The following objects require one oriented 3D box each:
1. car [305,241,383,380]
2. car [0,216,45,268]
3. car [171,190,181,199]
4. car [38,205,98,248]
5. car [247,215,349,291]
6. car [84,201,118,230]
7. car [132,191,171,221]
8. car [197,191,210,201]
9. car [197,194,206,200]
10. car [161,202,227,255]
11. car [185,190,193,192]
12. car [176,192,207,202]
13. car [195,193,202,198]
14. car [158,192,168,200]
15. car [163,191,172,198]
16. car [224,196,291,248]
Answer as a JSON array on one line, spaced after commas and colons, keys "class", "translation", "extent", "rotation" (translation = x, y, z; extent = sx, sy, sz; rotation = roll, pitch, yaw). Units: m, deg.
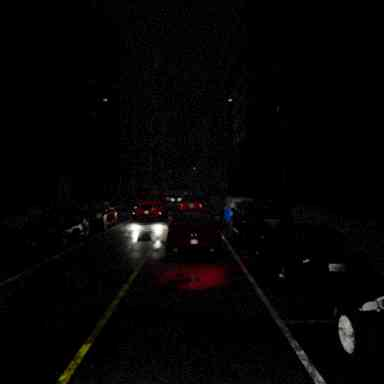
[{"class": "car", "translation": [2.850, 1.525, 3.077], "extent": [2.008, 1.369, 4.403], "rotation": [0, 0, 0]}, {"class": "car", "translation": [-5.690, 1.512, 8.571], "extent": [1.802, 1.307, 4.206], "rotation": [0, 0, 0]}, {"class": "car", "translation": [-3.866, 0.877, 80.504], "extent": [1.882, 1.535, 5.008], "rotation": [0, 0, -1]}, {"class": "car", "translation": [-5.705, 1.452, 14.095], "extent": [1.947, 1.339, 4.313], "rotation": [0, 0, 0]}, {"class": "car", "translation": [2.836, 1.496, 8.600], "extent": [1.947, 1.339, 4.313], "rotation": [0, 0, 0]}, {"class": "car", "translation": [-5.719, 1.282, 19.619], "extent": [1.967, 1.590, 4.097], "rotation": [0, 0, 0]}, {"class": "car", "translation": [-3.086, 1.021, 25.403], "extent": [2.150, 2.045, 5.566], "rotation": [0, 0, 0]}, {"class": "car", "translation": [2.409, 0.956, 63.534], "extent": [1.967, 1.590, 4.097], "rotation": [0, 0, -1]}, {"class": "car", "translation": [2.132, 1.019, 74.842], "extent": [1.802, 1.307, 4.206], "rotation": [0, 0, -1]}, {"class": "car", "translation": [0.064, 1.374, 12.867], "extent": [1.882, 1.535, 5.008], "rotation": [0, 1, 0]}, {"class": "car", "translation": [-1.068, 0.902, 88.804], "extent": [1.994, 1.385, 4.181], "rotation": [0, 0, -1]}, {"class": "car", "translation": [-0.141, 1.116, 29.173], "extent": [2.097, 1.767, 4.553], "rotation": [0, 1, -2]}, {"class": "car", "translation": [1.715, 0.882, 91.796], "extent": [1.887, 1.381, 4.507], "rotation": [0, 0, -1]}, {"class": "car", "translation": [-6.390, 0.879, 74.640], "extent": [1.967, 1.590, 4.097], "rotation": [0, 0, -1]}, {"class": "car", "translation": [-6.808, 0.653, 91.599], "extent": [2.192, 1.841, 5.009], "rotation": [0, 0, -1]}, {"class": "car", "translation": [2.822, 1.201, 14.122], "extent": [2.192, 1.841, 5.009], "rotation": [0, 0, 0]}]
